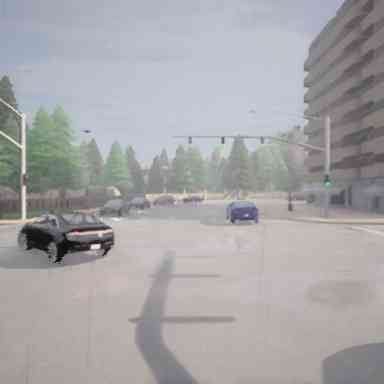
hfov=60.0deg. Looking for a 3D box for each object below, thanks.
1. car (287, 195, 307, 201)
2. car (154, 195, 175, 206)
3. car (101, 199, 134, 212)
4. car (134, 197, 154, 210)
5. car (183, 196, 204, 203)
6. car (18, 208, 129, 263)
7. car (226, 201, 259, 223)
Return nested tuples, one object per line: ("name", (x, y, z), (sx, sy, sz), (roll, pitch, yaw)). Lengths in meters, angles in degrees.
("car", (21.718, 1.211, 68.919), (4.181, 1.385, 1.994), (0, 0, -22))
("car", (-4.177, 1.260, 50.214), (1.837, 1.490, 4.892), (0, 0, 20))
("car", (-6.955, 1.378, 30.343), (1.812, 1.442, 4.674), (0, 0, 2))
("car", (-6.329, 1.330, 40.247), (1.812, 1.442, 4.674), (0, 0, 8))
("car", (0.278, 1.310, 59.379), (1.895, 1.301, 4.718), (0, 0, 31))
("car", (-4.616, 1.455, 11.914), (2.128, 1.511, 4.902), (0, 0, -44))
("car", (3.623, 1.366, 24.533), (1.882, 1.535, 5.008), (0, 1, 0))
